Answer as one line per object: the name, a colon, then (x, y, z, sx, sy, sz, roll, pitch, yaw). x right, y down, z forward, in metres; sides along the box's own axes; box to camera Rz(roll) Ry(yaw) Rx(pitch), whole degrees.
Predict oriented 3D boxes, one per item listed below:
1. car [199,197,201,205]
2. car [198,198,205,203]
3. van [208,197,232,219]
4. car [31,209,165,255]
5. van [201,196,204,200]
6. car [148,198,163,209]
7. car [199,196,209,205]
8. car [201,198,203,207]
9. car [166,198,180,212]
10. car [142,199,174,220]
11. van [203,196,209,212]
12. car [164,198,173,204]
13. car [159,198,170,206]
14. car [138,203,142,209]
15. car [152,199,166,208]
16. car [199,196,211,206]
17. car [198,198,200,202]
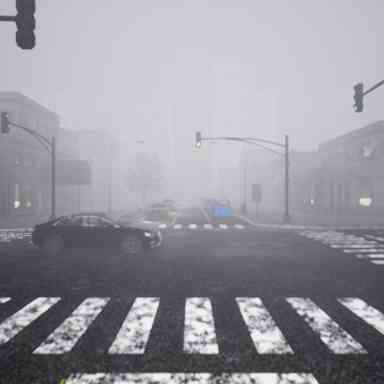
car: (2.663, 1.950, 58.486, 1.752, 1.417, 4.829, 0, 0, 0)
car: (2.649, 2.247, 91.446, 1.887, 1.381, 4.507, 0, -1, 0)
van: (2.675, 1.552, 30.709, 1.690, 1.788, 3.998, 0, 0, 0)
car: (-3.698, 1.578, 13.097, 4.902, 1.511, 2.128, 0, 0, 0)
van: (2.665, 1.720, 52.796, 1.690, 1.788, 3.998, 0, 0, 0)
car: (-5.715, 1.820, 52.810, 1.967, 1.590, 4.097, 0, 0, 0)
car: (2.655, 1.875, 74.883, 2.192, 1.841, 5.009, 0, 0, 0)
car: (2.668, 1.880, 47.272, 1.887, 1.381, 4.507, 0, 0, 0)
car: (-3.111, 1.660, 43.629, 2.097, 1.767, 4.553, 0, 0, 0)
car: (-3.113, 1.693, 31.271, 1.882, 1.535, 5.008, 0, 0, 1)
van: (2.670, 1.634, 41.753, 1.690, 1.788, 3.998, 0, 0, 0)
car: (-5.726, 2.151, 80.416, 1.887, 1.381, 4.507, 0, 0, 0)
car: (-5.722, 2.058, 69.373, 1.887, 1.381, 4.507, 0, 0, 0)
car: (-5.710, 1.817, 41.595, 1.752, 1.417, 4.829, 0, 0, 0)
car: (-5.717, 1.968, 58.331, 1.887, 1.381, 4.507, 0, 0, 0)
car: (2.658, 1.828, 69.362, 2.192, 1.841, 5.009, 0, 0, 0)
car: (2.661, 2.034, 63.837, 1.947, 1.339, 4.313, 0, 0, 0)
